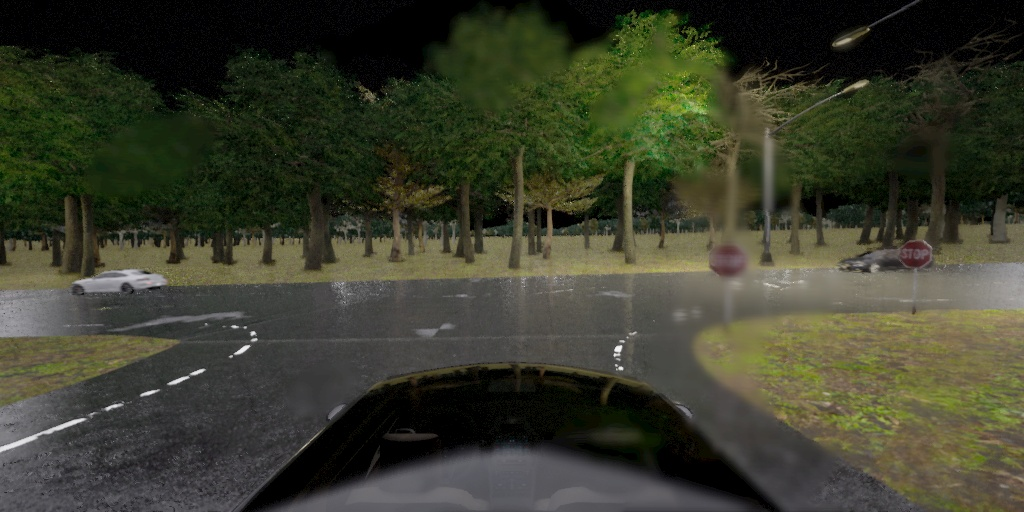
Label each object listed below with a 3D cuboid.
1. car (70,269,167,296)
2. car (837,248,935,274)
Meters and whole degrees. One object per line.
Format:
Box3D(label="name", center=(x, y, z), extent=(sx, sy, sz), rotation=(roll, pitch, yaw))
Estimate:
Box3D(label="car", center=(-23.764, 1.550, 21.753), extent=(4.674, 1.442, 1.812), rotation=(-1, 3, 0))
Box3D(label="car", center=(22.743, 0.317, 21.927), extent=(4.892, 1.490, 1.837), rotation=(-3, 3, 0))
